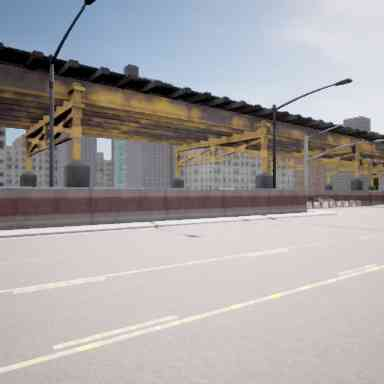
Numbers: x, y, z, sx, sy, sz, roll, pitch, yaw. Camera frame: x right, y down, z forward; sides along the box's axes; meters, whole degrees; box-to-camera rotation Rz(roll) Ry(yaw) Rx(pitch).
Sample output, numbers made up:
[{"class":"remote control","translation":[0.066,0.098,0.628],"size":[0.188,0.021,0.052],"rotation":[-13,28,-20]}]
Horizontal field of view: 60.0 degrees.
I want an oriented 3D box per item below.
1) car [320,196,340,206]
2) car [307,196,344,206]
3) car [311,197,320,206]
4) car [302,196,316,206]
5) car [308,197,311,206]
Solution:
[{"class":"car","translation":[20.933,1.292,52.283],"size":[4.536,1.218,1.853],"rotation":[0,0,-7]},{"class":"car","translation":[20.985,1.450,52.290],"size":[4.974,1.542,2.038],"rotation":[0,0,-7]},{"class":"car","translation":[17.074,1.450,48.531],"size":[2.038,1.542,4.974],"rotation":[0,0,18]},{"class":"car","translation":[17.090,1.292,48.580],"size":[1.853,1.218,4.536],"rotation":[0,0,18]},{"class":"car","translation":[13.329,1.450,45.846],"size":[4.974,1.542,2.038],"rotation":[0,0,8]}]
